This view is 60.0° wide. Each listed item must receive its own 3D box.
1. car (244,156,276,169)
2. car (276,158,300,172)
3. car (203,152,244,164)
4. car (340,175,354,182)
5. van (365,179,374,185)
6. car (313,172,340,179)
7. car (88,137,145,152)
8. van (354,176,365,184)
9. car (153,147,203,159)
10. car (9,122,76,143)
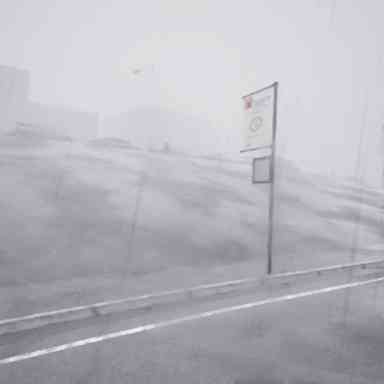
[{"bbox_3d":[6.897,-3.111,37.716,4.553,1.767,2.185,3,-1,-39],"label":"car"},{"bbox_3d":[11.171,-2.976,41.350,5.566,2.045,2.435,3,-2,-40],"label":"car"},{"bbox_3d":[2.537,-3.225,34.144,4.892,1.521,2.231,3,-1,-38],"label":"car"},{"bbox_3d":[23.285,-1.790,52.624,4.674,1.452,2.002,5,-2,-44],"label":"car"},{"bbox_3d":[31.126,-1.346,60.625,1.878,1.987,4.442,1,-3,44],"label":"van"},{"bbox_3d":[19.306,-2.110,48.778,4.674,1.452,2.002,4,-2,-43],"label":"car"},{"bbox_3d":[-6.146,-3.628,27.500,4.792,1.488,2.163,3,-1,-36],"label":"car"},{"bbox_3d":[27.310,-1.707,56.627,4.442,1.987,1.878,5,-3,-45],"label":"van"},{"bbox_3d":[-1.731,-3.400,30.805,4.674,1.452,2.002,3,-1,-37],"label":"car"},{"bbox_3d":[-10.787,-4.010,24.161,4.553,1.767,2.185,3,-1,-34],"label":"car"}]
